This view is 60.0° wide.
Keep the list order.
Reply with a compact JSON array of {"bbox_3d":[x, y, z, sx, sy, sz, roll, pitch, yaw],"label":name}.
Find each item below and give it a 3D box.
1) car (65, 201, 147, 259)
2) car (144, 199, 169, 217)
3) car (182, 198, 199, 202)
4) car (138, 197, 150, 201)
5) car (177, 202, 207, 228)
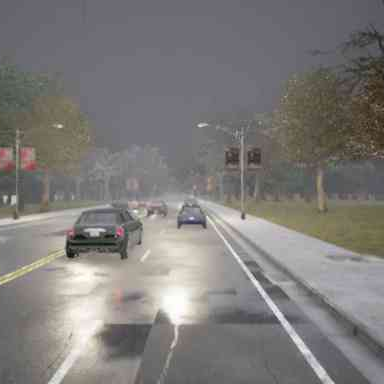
[{"bbox_3d":[-3.204,1.405,13.044,2.097,1.767,4.553,0,0,0],"label":"car"},{"bbox_3d":[-3.350,1.679,33.188,1.812,1.442,4.674,0,0,-1],"label":"car"},{"bbox_3d":[-0.181,1.546,41.226,2.097,1.767,4.553,0,0,-1],"label":"car"},{"bbox_3d":[-6.849,1.597,47.553,2.097,1.767,4.553,0,0,-1],"label":"car"},{"bbox_3d":[-0.021,1.663,23.320,1.994,1.385,4.181,0,0,0],"label":"car"}]
